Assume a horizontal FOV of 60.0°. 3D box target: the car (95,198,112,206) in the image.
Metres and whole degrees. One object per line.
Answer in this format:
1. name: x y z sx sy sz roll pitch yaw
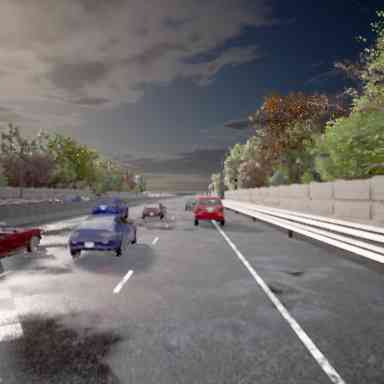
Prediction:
1. car: -17.509 1.932 66.274 2.033 1.411 5.357 0 0 0

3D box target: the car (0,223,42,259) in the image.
1. car: -6.900 1.654 11.141 1.895 1.301 4.718 0 0 0

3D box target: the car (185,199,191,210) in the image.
1. car: 0.019 1.753 46.206 2.128 1.511 4.902 0 0 0

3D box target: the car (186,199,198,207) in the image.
1. car: -0.007 1.909 59.447 1.994 1.385 4.181 0 0 0

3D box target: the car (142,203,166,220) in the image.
1. car: -3.403 1.690 30.360 1.812 1.442 4.674 0 0 0

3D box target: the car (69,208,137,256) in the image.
1. car: -3.402 1.590 13.317 1.812 1.442 4.674 0 0 0

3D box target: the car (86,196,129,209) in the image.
1. car: -6.908 1.375 28.542 2.150 2.045 5.566 0 0 0

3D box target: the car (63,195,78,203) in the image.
1. car: -24.509 1.627 68.079 2.150 2.045 5.566 0 0 0

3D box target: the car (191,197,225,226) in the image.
1. car: 1.221 1.356 25.008 2.150 2.045 5.566 0 0 0

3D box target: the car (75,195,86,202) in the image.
1. car: -21.009 1.916 66.234 1.812 1.442 4.674 0 0 0
